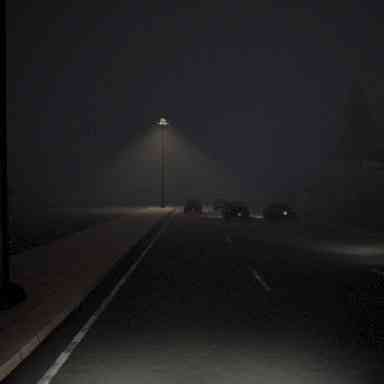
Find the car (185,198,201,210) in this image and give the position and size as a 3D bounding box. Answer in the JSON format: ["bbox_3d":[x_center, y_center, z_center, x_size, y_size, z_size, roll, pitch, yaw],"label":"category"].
[{"bbox_3d":[0.096,1.564,44.180,1.994,1.385,4.181,0,0,0],"label":"car"}]

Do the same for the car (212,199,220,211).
[{"bbox_3d":[3.601,1.547,41.508,2.033,1.411,5.357,0,0,0],"label":"car"}]

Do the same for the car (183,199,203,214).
[{"bbox_3d":[0.094,1.526,35.393,1.812,1.442,4.674,0,0,0],"label":"car"}]

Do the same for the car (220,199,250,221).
[{"bbox_3d":[3.599,1.525,27.511,1.812,1.442,4.674,0,0,0],"label":"car"}]

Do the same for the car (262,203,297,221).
[{"bbox_3d":[7.099,1.565,27.302,1.994,1.385,4.181,0,0,0],"label":"car"}]
